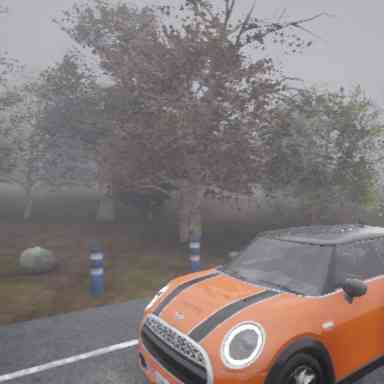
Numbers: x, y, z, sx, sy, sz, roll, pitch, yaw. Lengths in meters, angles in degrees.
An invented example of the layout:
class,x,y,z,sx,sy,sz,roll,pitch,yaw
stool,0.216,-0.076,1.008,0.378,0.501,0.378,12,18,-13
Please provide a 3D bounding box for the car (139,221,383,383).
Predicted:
class,x,y,z,sx,sy,sz,roll,pitch,yaw
car,1.567,1.330,4.645,4.553,1.767,2.097,-1,0,-34
